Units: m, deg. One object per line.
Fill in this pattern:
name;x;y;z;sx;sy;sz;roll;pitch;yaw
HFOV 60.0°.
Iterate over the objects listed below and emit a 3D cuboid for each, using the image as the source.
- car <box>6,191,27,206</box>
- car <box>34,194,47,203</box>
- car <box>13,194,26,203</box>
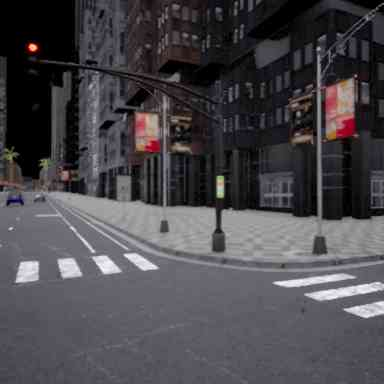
car;-25.410;0.896;48.022;2.150;2.045;5.566;0;0;-25
car;-26.600;1.133;58.339;1.812;1.442;4.674;0;0;-25
car;-29.861;1.103;57.648;1.837;1.490;4.892;0;0;-25
